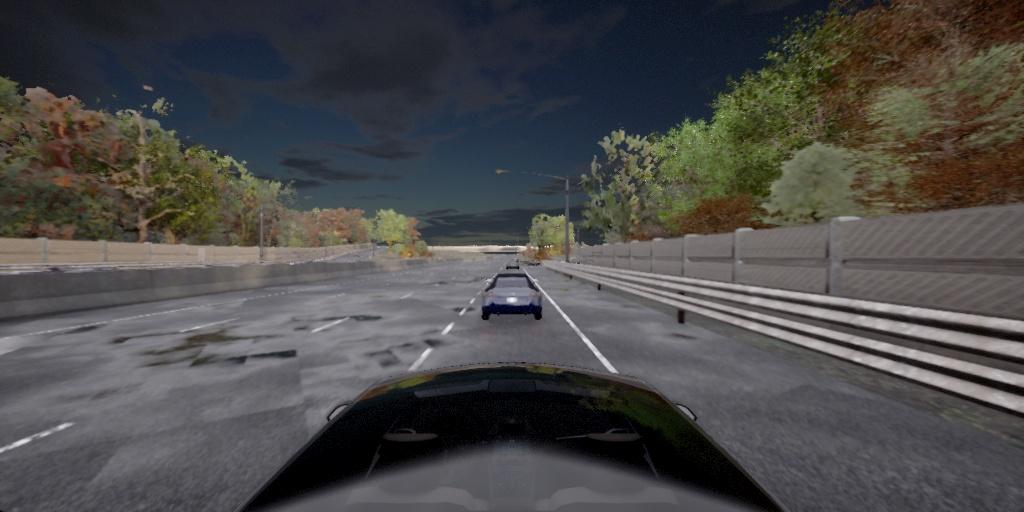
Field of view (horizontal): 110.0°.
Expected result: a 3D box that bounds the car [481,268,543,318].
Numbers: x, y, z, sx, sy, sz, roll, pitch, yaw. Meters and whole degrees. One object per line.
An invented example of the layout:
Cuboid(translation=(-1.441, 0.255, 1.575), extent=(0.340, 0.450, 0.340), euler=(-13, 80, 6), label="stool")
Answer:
Cuboid(translation=(0.000, 1.307, 12.888), extent=(1.994, 1.385, 4.181), euler=(0, 0, 0), label="car")

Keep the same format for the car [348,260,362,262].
Cuboid(translation=(-21.003, 1.285, 47.728), extent=(1.812, 1.442, 4.674), euler=(0, 0, 0), label="car")

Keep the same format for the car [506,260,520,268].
Cuboid(translation=(0.209, 1.327, 55.535), extent=(1.994, 1.385, 4.181), euler=(0, 0, 3), label="car")

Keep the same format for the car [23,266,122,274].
Cuboid(translation=(-24.556, 1.307, 20.914), extent=(1.994, 1.385, 4.181), euler=(0, 0, 0), label="car")

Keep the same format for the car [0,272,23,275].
Cuboid(translation=(-31.565, 1.346, 24.265), extent=(1.895, 1.301, 4.718), euler=(0, 0, 0), label="car")

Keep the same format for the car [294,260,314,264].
Cuboid(translation=(-27.996, 1.307, 48.374), extent=(2.033, 1.411, 5.357), euler=(0, 0, 0), label="car")
